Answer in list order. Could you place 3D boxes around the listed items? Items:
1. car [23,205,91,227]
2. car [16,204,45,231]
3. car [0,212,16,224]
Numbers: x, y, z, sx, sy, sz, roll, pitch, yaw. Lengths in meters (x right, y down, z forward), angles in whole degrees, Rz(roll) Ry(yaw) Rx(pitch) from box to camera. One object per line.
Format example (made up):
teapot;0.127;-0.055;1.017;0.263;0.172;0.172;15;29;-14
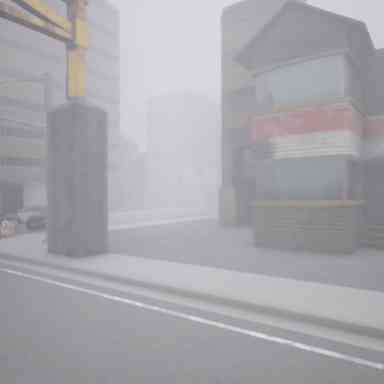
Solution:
car;-8.823;1.520;22.226;1.853;1.218;4.536;-1;0;15
car;-8.836;1.677;22.175;2.038;1.542;4.974;-1;0;15
car;-11.987;1.564;24.884;4.536;1.218;1.853;0;0;-30
